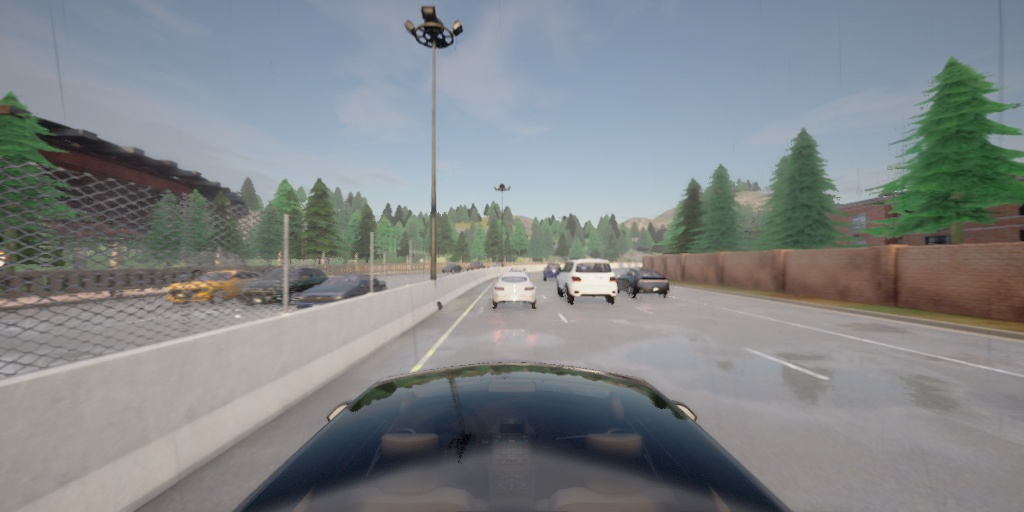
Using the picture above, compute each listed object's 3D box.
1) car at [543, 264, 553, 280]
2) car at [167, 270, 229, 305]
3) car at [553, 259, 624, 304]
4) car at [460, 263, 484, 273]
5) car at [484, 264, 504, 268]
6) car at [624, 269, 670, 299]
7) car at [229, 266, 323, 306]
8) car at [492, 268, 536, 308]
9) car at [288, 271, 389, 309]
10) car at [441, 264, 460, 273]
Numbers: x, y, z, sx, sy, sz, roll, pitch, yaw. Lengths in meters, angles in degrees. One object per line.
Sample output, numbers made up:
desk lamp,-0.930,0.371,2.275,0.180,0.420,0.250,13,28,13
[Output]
car,4.337,1.571,37.232,2.097,1.767,4.553,0,-1,6
car,-14.081,1.438,17.707,1.882,1.535,5.008,0,-1,0
car,3.596,1.190,18.113,2.150,2.045,5.566,0,0,0
car,-5.934,1.837,57.330,2.097,1.767,4.553,0,-1,17
car,-2.415,2.005,56.923,1.812,1.442,4.674,0,-1,17
car,7.096,1.485,20.135,2.128,1.511,4.902,0,-1,0
car,-10.581,1.305,17.140,2.097,1.767,4.553,0,-1,0
car,0.095,1.468,16.306,1.812,1.442,4.674,0,-1,0
car,-7.099,1.483,15.777,2.033,1.411,5.357,0,-1,0
car,-9.578,1.987,57.264,1.837,1.490,4.892,0,0,16
